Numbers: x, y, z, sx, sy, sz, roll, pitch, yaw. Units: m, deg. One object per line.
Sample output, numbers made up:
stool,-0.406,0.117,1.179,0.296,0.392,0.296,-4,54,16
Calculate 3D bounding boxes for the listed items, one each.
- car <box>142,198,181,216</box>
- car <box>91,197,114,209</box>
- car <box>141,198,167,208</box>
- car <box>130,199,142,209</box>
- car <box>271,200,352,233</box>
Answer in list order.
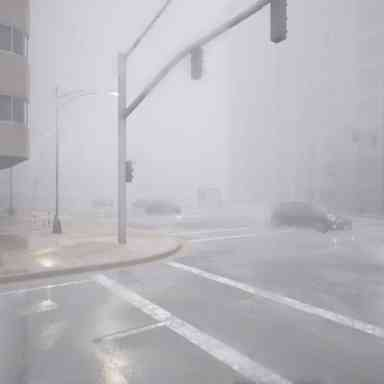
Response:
car,-2.875,1.564,33.081,1.994,1.385,4.181,0,0,-36
car,-12.553,1.418,46.492,1.837,1.490,4.892,0,0,-36
car,-5.708,1.564,49.159,1.994,1.385,4.181,0,0,-36
car,-6.227,1.547,43.940,2.033,1.411,5.357,0,0,-36
car,6.928,1.351,19.644,2.097,1.767,4.553,0,0,-36
